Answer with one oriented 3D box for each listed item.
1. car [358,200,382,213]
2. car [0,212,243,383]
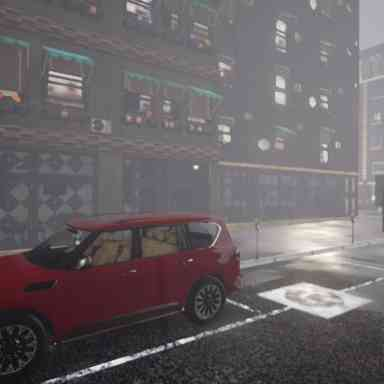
[{"bbox_3d":[20.165,1.528,37.360,1.887,1.381,4.507,1,0,-36],"label":"car"},{"bbox_3d":[-1.362,1.315,5.584,5.009,1.841,2.192,0,1,-35],"label":"car"}]
